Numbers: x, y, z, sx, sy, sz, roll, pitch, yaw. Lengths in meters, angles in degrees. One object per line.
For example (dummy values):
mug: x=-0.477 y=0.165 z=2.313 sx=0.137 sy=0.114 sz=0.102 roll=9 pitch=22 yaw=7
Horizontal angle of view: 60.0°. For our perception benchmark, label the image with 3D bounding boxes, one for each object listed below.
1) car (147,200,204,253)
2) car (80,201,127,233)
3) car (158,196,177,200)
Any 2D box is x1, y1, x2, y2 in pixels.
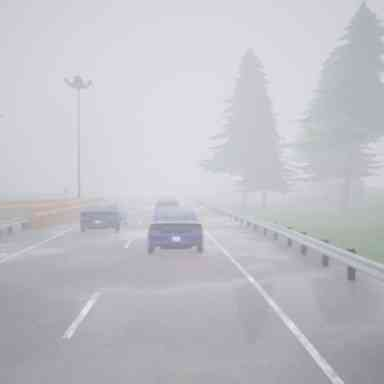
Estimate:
car: x=-0.679 y=1.281 z=12.790 sx=1.882 sy=1.535 sz=5.008 roll=0 pitch=1 yaw=-5
car: x=-4.622 y=1.207 z=17.921 sx=1.882 sy=1.535 sz=5.008 roll=0 pitch=1 yaw=-5
car: x=-2.038 y=1.061 z=27.225 sx=1.882 sy=1.535 sz=5.008 roll=0 pitch=1 yaw=-6
